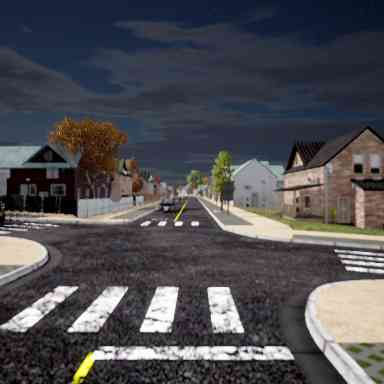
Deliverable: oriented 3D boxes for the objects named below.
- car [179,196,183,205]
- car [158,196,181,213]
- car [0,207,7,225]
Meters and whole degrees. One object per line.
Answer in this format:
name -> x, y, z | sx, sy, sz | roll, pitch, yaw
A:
car -> -2.662, 1.529, 62.563 | 2.128, 1.511, 4.902 | 0, 0, 0
car -> -2.698, 1.545, 37.345 | 2.128, 1.511, 4.902 | 0, 0, 0
car -> -12.627, 1.135, 19.253 | 4.181, 1.385, 1.994 | 2, 1, 32
